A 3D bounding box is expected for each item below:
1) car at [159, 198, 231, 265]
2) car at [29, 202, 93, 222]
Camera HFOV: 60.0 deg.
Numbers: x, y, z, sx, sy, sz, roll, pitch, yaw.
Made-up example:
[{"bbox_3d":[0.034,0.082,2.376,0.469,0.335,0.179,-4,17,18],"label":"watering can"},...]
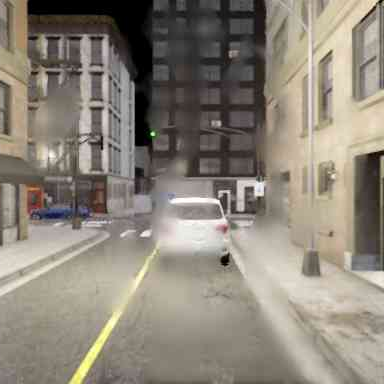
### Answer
[{"bbox_3d":[0.121,1.224,11.890,2.150,2.045,5.566,0,0,1],"label":"car"},{"bbox_3d":[-9.887,1.517,25.241,4.674,1.442,1.812,0,0,5],"label":"car"}]
